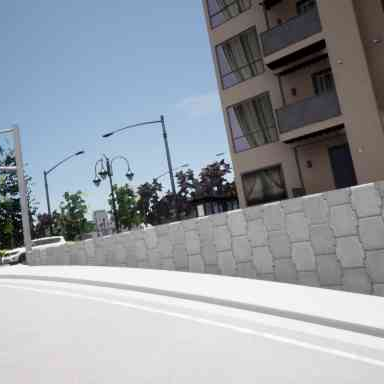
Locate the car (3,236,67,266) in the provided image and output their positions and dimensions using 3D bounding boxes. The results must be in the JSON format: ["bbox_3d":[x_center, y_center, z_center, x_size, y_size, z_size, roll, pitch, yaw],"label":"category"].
[{"bbox_3d":[-14.084,5.317,30.302,2.150,2.045,5.566,-14,-8,35],"label":"car"}]
